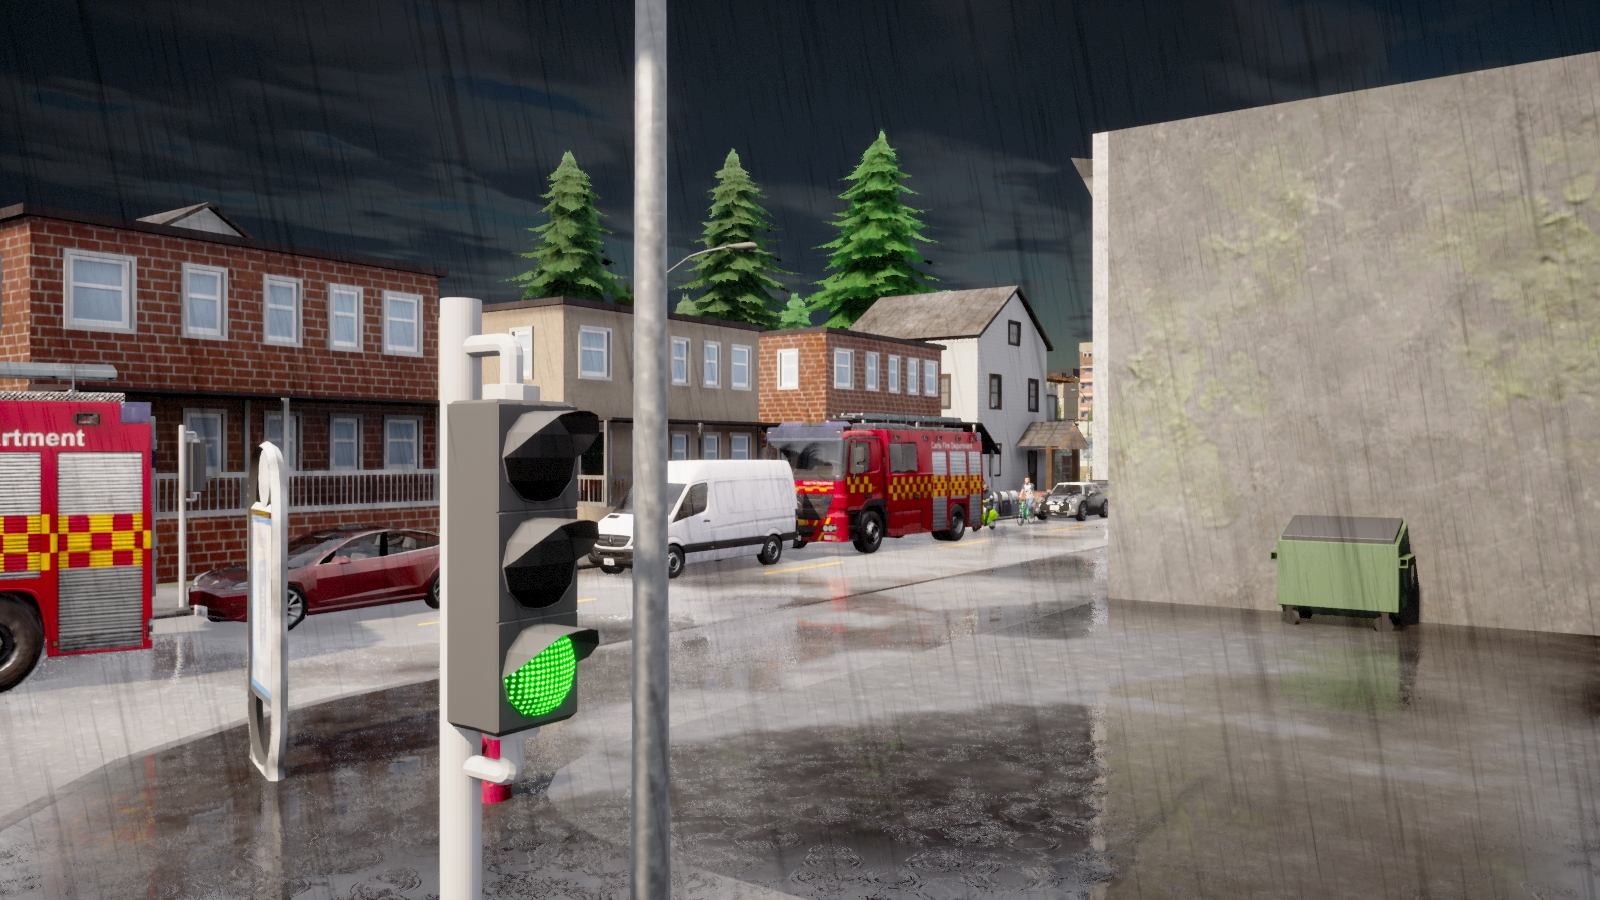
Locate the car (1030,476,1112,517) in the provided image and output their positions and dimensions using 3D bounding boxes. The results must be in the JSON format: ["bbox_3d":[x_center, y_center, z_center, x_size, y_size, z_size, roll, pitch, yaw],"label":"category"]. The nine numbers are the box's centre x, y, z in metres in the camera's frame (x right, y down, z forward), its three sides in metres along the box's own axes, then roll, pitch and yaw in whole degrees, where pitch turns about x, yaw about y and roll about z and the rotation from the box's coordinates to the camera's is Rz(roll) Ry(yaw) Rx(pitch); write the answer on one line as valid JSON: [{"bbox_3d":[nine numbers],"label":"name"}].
[{"bbox_3d":[11.003,1.837,46.179,1.970,1.475,3.806,0,0,35],"label":"car"}]

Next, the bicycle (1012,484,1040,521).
[{"bbox_3d":[8.406,1.928,42.476,0.373,1.296,1.643,0,0,35],"label":"bicycle"}]

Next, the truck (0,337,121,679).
[{"bbox_3d":[-12.339,0.662,12.411,8.468,3.827,2.891,0,0,-32],"label":"truck"}]

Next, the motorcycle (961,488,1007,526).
[{"bbox_3d":[6.398,1.954,39.613,0.856,1.236,1.805,0,0,35],"label":"motorcycle"}]

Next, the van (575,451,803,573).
[{"bbox_3d":[-2.442,1.307,26.996,1.988,2.561,5.915,0,0,35],"label":"van"}]

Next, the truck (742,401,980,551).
[{"bbox_3d":[2.054,0.663,33.403,2.891,3.827,8.468,0,0,35],"label":"truck"}]

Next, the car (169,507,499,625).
[{"bbox_3d":[-7.738,1.835,19.447,2.163,1.488,4.792,0,0,35],"label":"car"}]
